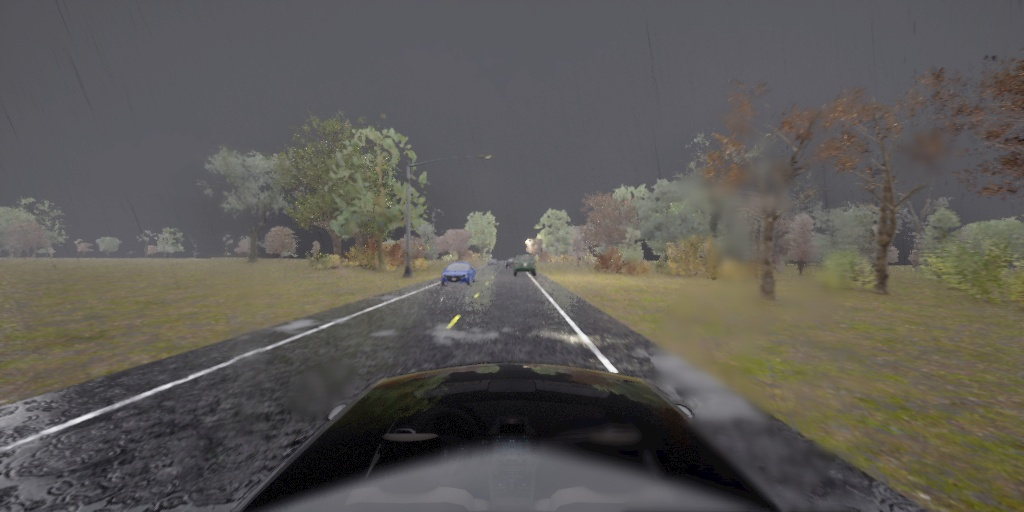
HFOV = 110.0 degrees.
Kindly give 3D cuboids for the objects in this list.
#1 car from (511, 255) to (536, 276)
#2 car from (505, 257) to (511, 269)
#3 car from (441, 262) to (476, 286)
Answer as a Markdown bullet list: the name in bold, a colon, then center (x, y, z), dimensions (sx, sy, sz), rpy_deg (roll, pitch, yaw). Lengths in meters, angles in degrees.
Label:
- **car**: center (1.223, 0.900, 35.636), dimensions (2.150, 2.045, 5.566), rpy_deg (0, 0, 0)
- **car**: center (0.003, 1.136, 54.020), dimensions (1.882, 1.535, 5.008), rpy_deg (0, 0, 0)
- **car**: center (-3.592, 1.172, 24.713), dimensions (1.882, 1.535, 5.008), rpy_deg (0, 0, 0)
